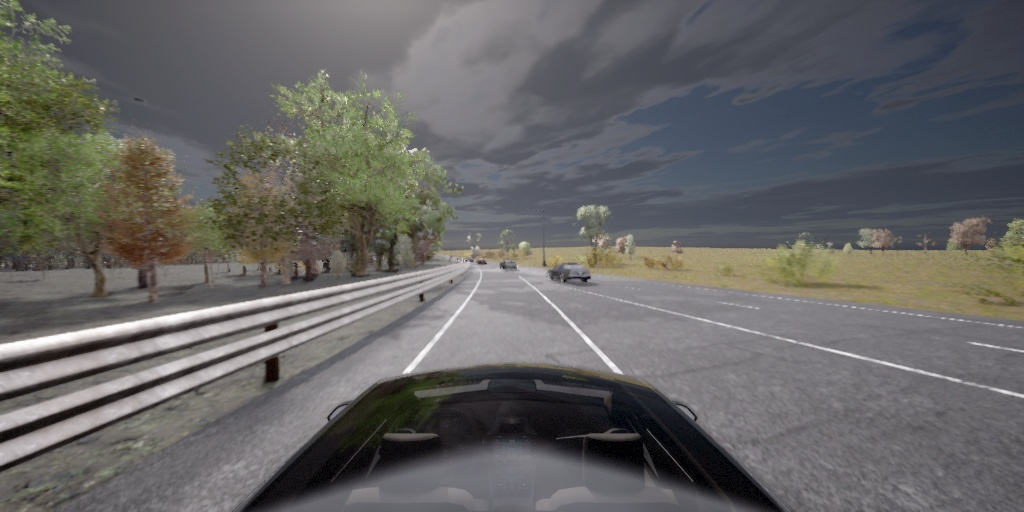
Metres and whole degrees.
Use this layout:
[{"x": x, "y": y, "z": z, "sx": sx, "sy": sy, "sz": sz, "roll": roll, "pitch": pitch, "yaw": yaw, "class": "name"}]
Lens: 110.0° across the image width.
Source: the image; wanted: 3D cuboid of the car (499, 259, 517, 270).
[{"x": -0.624, "y": 1.219, "z": 50.573, "sx": 2.128, "sy": 1.511, "sz": 4.902, "roll": 0, "pitch": 0, "yaw": -12, "class": "car"}]

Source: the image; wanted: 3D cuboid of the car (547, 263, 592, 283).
[{"x": 4.190, "y": 1.236, "z": 27.058, "sx": 2.033, "sy": 1.411, "sz": 5.357, "roll": 0, "pitch": 0, "yaw": -12, "class": "car"}]
